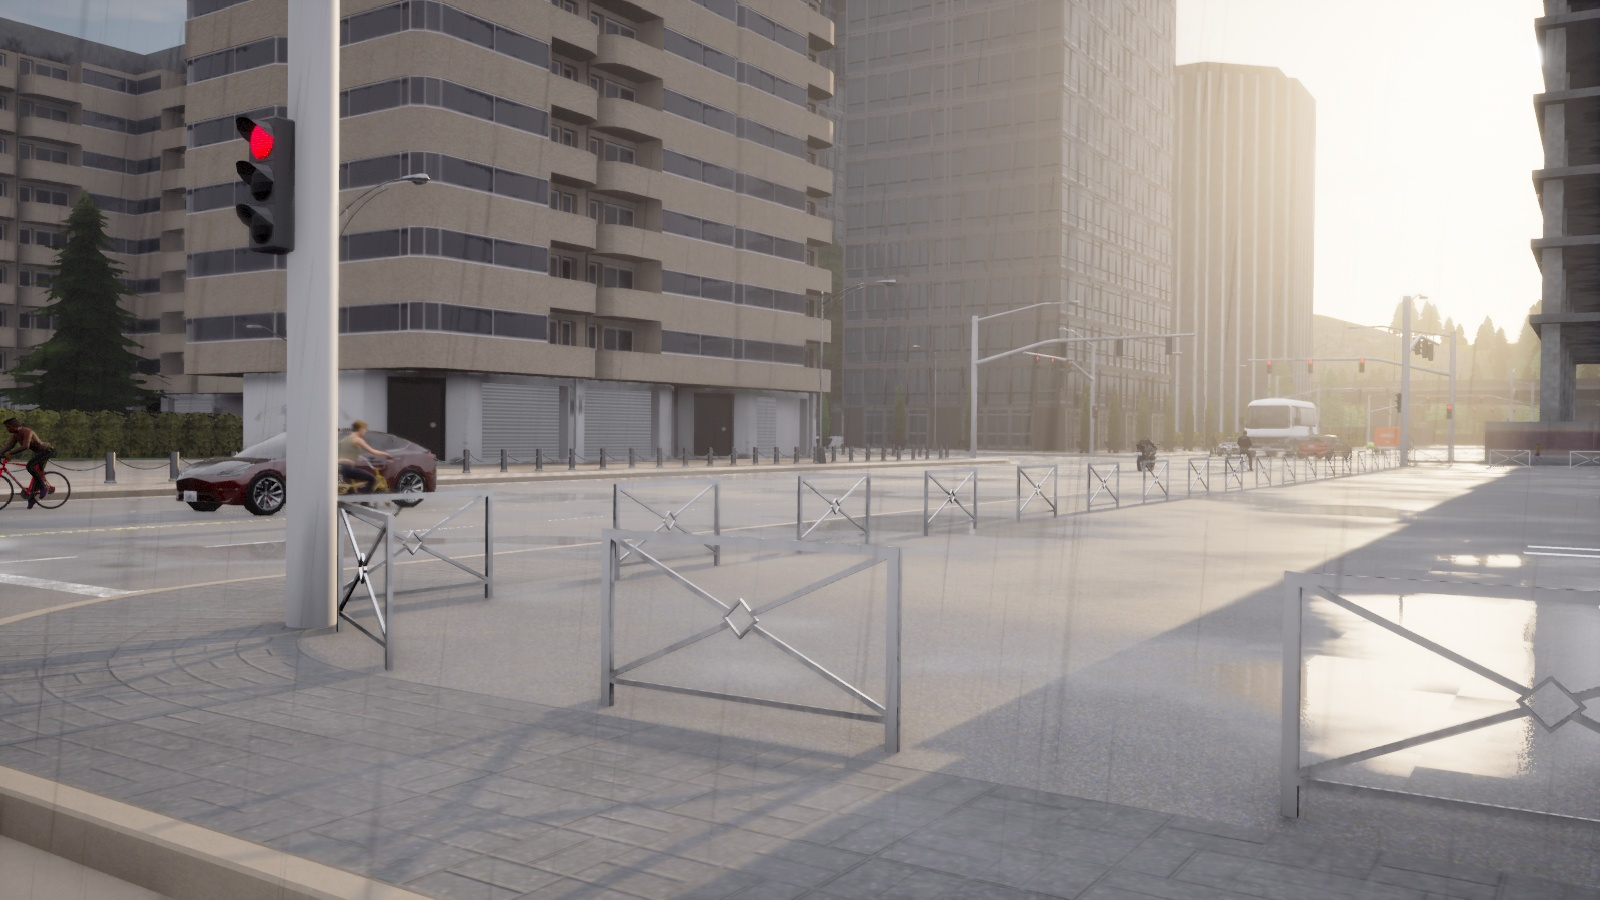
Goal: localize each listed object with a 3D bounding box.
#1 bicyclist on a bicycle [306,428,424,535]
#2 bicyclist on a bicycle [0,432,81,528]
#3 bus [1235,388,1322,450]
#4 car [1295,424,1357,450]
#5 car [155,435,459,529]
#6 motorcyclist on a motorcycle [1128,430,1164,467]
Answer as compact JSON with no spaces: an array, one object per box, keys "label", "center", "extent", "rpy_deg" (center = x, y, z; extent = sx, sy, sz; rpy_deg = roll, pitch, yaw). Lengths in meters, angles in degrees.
[{"label":"bicyclist on a bicycle","center":[-6.790,0.461,19.653],"extent":[0.866,1.612,1.509],"rpy_deg":[0,1,33]},{"label":"bicyclist on a bicycle","center":[-13.599,0.507,21.982],"extent":[0.582,1.620,1.656],"rpy_deg":[0,1,33]},{"label":"bus","center":[35.063,-2.215,91.767],"extent":[3.944,4.253,10.273],"rpy_deg":[0,1,33]},{"label":"car","center":[35.201,-0.890,84.049],"extent":[4.611,1.667,2.242],"rpy_deg":[-1,1,-45]},{"label":"car","center":[-8.837,0.498,22.939],"extent":[2.163,1.488,4.792],"rpy_deg":[0,1,33]},{"label":"motorcyclist on a motorcycle","center":[14.695,-0.095,53.325],"extent":[0.866,1.530,2.191],"rpy_deg":[0,1,33]}]
